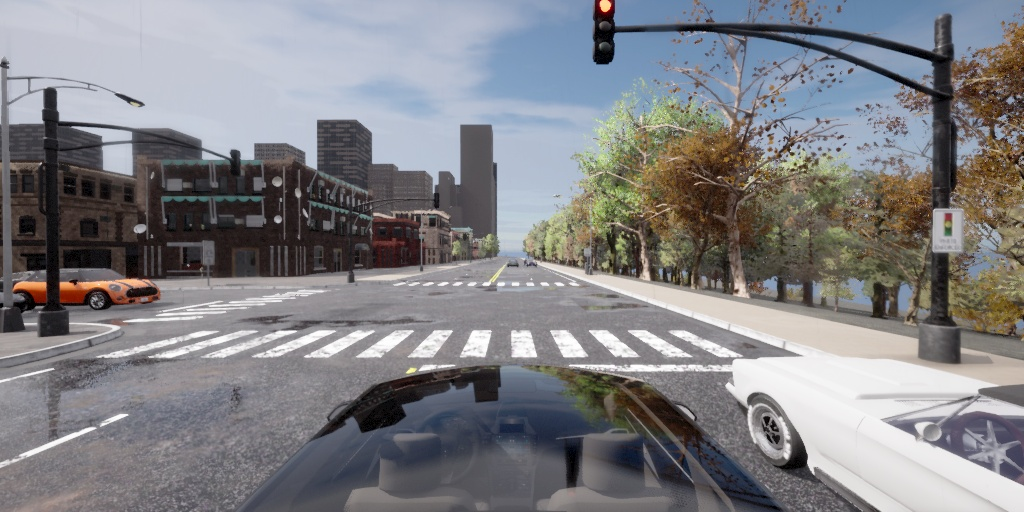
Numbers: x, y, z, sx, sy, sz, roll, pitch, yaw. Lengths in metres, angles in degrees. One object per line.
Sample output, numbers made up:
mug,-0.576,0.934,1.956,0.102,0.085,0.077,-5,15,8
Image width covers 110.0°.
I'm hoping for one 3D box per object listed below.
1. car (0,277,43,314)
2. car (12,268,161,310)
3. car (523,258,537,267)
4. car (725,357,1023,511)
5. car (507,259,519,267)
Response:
car,-19.936,1.565,12.562,4.313,1.339,1.948,0,0,0
car,-17.966,1.301,15.296,4.553,1.767,2.097,-1,1,-1
car,3.420,1.327,63.698,1.895,1.301,4.718,0,0,0
car,3.350,1.351,1.913,1.895,1.301,4.718,0,0,0
car,0.158,1.290,63.420,1.994,1.385,4.181,0,0,1
